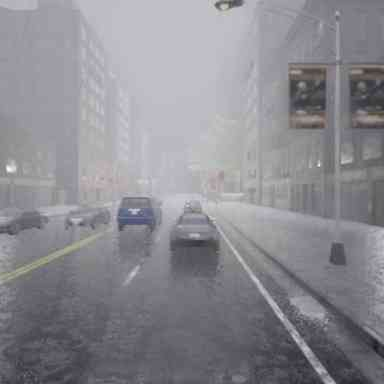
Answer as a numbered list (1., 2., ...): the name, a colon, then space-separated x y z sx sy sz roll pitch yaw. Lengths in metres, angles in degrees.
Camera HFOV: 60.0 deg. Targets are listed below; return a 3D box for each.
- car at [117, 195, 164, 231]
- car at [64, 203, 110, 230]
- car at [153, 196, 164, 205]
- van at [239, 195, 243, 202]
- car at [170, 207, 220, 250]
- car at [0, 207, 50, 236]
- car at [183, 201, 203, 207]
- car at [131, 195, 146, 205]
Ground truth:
1. car: -3.147 1.234 20.845 2.150 2.045 5.566 0 0 0
2. car: -6.596 1.505 21.345 2.128 1.511 4.902 0 0 0
3. car: -6.490 1.612 64.922 1.837 1.490 4.892 0 0 0
4. van: 12.176 1.464 72.766 3.998 1.788 1.690 0 0 1
5. car: 0.102 1.572 14.300 1.994 1.385 4.181 0 0 0
6. car: -9.847 1.559 18.613 2.033 1.411 5.357 0 0 0
7. car: 0.105 1.569 32.377 2.033 1.411 5.357 0 0 0
8. car: -9.762 1.408 60.950 2.097 1.767 4.553 0 0 0
